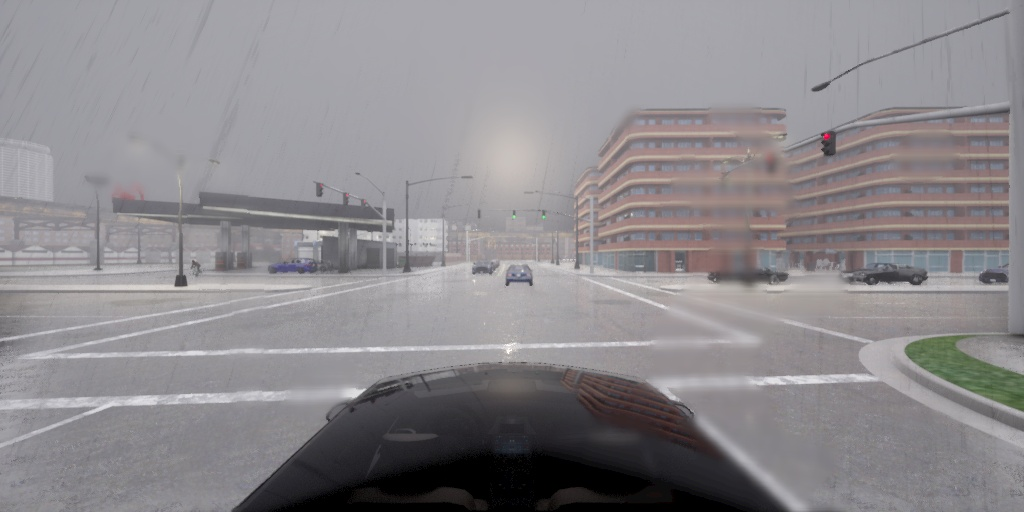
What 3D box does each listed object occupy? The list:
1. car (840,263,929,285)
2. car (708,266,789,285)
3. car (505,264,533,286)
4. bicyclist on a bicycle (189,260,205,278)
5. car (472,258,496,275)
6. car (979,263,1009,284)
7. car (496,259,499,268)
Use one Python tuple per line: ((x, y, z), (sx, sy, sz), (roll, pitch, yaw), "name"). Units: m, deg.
((25.625, 1.236, 24.791), (4.902, 1.511, 2.128), (0, 0, 1), "car")
((16.287, 1.347, 24.881), (4.718, 1.301, 1.895), (0, 0, -3), "car")
((0.506, 1.294, 25.424), (2.033, 1.411, 5.357), (0, 0, 1), "car")
((-29.069, 1.176, 33.040), (0.582, 1.620, 1.656), (-10, 5, 0), "bicyclist on a bicycle")
((-3.164, 1.096, 39.564), (2.097, 1.767, 4.553), (0, 0, 0), "car")
((35.444, 1.099, 24.716), (4.553, 1.767, 2.097), (0, 0, 1), "car")
((-3.229, 1.307, 49.066), (1.994, 1.385, 4.181), (0, 0, 0), "car")
